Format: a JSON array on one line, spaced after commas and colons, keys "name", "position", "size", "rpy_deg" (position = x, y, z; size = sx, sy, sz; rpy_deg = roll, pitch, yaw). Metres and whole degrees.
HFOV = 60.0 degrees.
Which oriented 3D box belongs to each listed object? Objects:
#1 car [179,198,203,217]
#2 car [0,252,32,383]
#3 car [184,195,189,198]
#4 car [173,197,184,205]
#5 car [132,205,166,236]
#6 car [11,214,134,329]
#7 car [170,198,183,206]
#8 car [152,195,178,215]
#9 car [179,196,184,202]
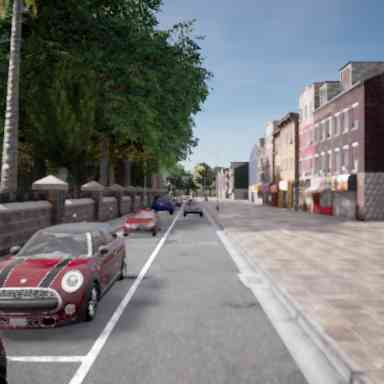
[{"name": "car", "position": [0.099, 1.608, 32.495], "size": [2.033, 1.411, 5.357], "rpy_deg": [0, 0, 0]}, {"name": "car", "position": [-2.641, 1.441, 1.341], "size": [1.967, 1.590, 4.097], "rpy_deg": [0, 0, 0]}, {"name": "car", "position": [0.112, 1.585, 45.940], "size": [1.882, 1.535, 5.008], "rpy_deg": [0, 0, 0]}, {"name": "car", "position": [-2.629, 1.754, 63.916], "size": [1.947, 1.339, 4.313], "rpy_deg": [-1, 0, 0]}, {"name": "car", "position": [-2.638, 1.607, 18.407], "size": [1.802, 1.307, 4.206], "rpy_deg": [0, 0, 0]}, {"name": "car", "position": [-2.639, 1.447, 7.029], "size": [1.967, 1.590, 4.097], "rpy_deg": [0, 0, 0]}, {"name": "car", "position": [-2.630, 1.711, 58.228], "size": [2.008, 1.369, 4.403], "rpy_deg": [-1, 0, 0]}, {"name": "car", "position": [-2.973, 1.297, 34.977], "size": [2.150, 2.045, 5.566], "rpy_deg": [0, 0, 0]}, {"name": "car", "position": [-2.631, 1.680, 52.539], "size": [1.887, 1.381, 4.507], "rpy_deg": [0, 0, 0]}]
